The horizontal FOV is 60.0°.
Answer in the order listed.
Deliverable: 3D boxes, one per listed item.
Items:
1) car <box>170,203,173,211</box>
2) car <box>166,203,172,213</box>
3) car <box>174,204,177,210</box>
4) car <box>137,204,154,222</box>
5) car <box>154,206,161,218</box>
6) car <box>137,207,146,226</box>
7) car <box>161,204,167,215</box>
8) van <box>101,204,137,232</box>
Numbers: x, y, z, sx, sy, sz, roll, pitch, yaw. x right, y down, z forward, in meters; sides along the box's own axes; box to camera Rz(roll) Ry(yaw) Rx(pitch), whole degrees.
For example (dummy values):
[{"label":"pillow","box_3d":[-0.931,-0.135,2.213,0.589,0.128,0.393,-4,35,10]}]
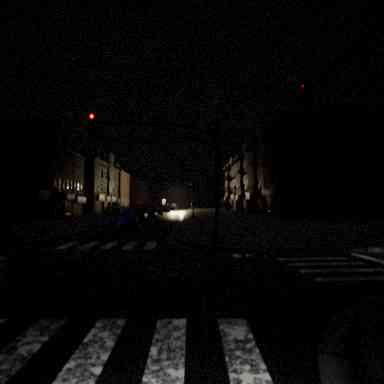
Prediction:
[{"label":"car","box_3d":[-5.574,3.433,69.773,1.967,1.590,4.097,1,-2,0]},{"label":"car","box_3d":[-5.558,3.358,64.482,1.887,1.381,4.507,1,-2,0]},{"label":"car","box_3d":[-5.631,4.103,85.631,2.008,1.369,4.403,1,-2,0]},{"label":"car","box_3d":[-5.441,2.127,32.763,2.192,1.841,5.009,2,-2,0]},{"label":"car","box_3d":[-5.485,2.675,43.331,1.887,1.381,4.507,2,-2,0]},{"label":"car","box_3d":[-5.431,2.216,27.773,2.008,1.369,4.403,2,-2,0]},{"label":"car","box_3d":[-5.522,3.046,53.906,1.802,1.307,4.206,2,-2,0]},{"label":"van","box_3d":[-5.414,1.910,24.460,1.690,1.788,3.998,2,-2,0]}]
